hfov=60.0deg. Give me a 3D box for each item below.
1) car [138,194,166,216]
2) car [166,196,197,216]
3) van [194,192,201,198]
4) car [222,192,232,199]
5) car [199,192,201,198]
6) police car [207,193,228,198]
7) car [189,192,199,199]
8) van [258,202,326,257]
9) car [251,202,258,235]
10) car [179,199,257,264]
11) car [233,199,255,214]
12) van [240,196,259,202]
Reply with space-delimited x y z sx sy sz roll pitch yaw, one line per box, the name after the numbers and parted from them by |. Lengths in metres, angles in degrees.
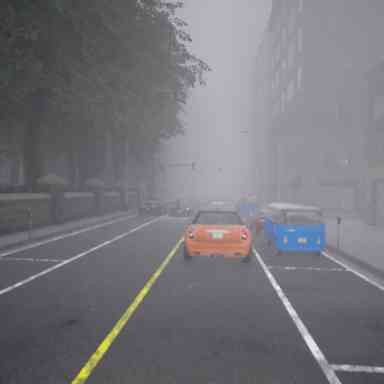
-3.451 1.107 30.256 2.192 1.841 5.009 1 0 4 | car
-0.871 1.359 30.070 1.812 1.442 4.674 1 0 5 | car
1.586 0.838 95.553 1.690 1.788 3.998 1 0 4 | van
9.666 1.095 89.500 1.967 1.590 4.097 1 0 4 | car
0.326 1.115 79.250 2.008 1.369 4.403 1 0 4 | car
3.043 1.259 40.763 1.930 1.638 5.238 1 0 4 | police car
-0.106 1.114 73.646 1.752 1.417 4.829 1 0 4 | car
3.744 1.338 12.710 1.690 1.788 3.998 1 0 4 | van
4.177 1.520 18.355 1.887 1.381 4.507 1 0 4 | car
0.923 1.308 11.967 2.097 1.767 4.553 1 0 4 | car
5.483 1.470 35.286 1.947 1.339 4.313 1 0 4 | car
5.051 1.270 29.641 1.690 1.788 3.998 1 0 4 | van
